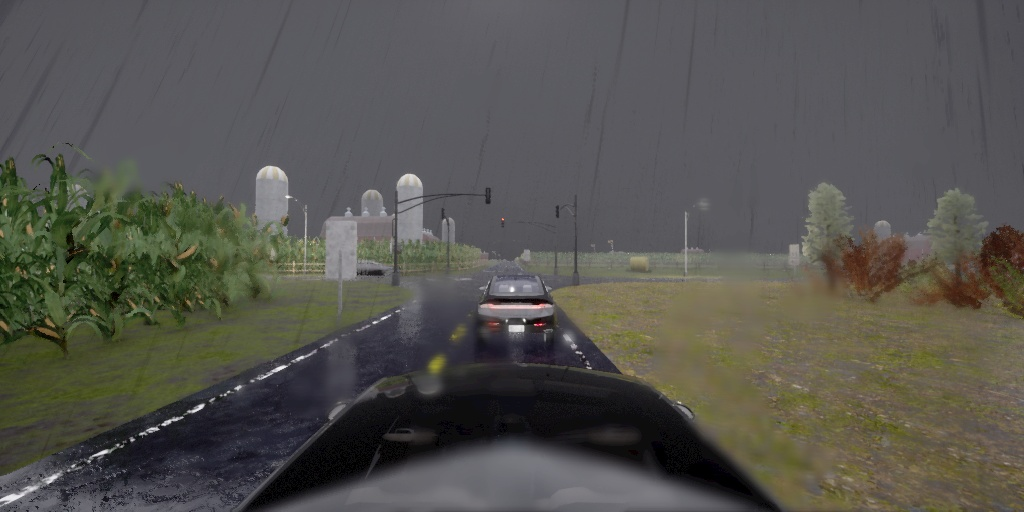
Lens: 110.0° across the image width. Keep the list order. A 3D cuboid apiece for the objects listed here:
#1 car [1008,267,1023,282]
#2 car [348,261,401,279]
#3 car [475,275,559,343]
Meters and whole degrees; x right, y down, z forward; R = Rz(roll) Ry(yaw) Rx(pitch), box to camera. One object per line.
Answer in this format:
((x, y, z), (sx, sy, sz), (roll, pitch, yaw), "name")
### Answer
((48.671, 1.720, 33.477), (4.674, 1.442, 1.812), (1, -1, -5), "car")
((-11.869, 1.146, 30.130), (4.902, 1.511, 2.128), (1, -1, -14), "car")
((0.102, 1.245, 9.632), (2.128, 1.511, 4.902), (0, 0, 0), "car")
